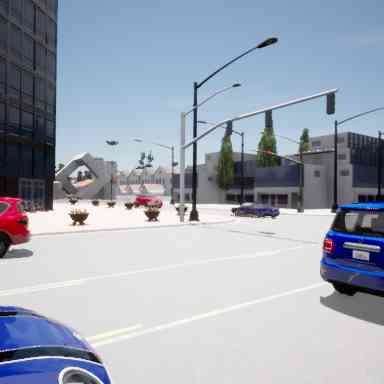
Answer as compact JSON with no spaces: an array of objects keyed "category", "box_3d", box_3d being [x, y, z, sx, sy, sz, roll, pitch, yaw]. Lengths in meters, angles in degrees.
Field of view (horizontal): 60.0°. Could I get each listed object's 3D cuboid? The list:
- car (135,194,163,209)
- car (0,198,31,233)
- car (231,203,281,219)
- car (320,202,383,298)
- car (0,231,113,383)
[{"category":"car","box_3d":[-6.242,1.320,47.671,2.150,2.045,5.566,1,-1,-35]},{"category":"car","box_3d":[-8.340,1.221,10.894,5.566,2.045,2.150,0,0,-35]},{"category":"car","box_3d":[5.751,1.695,30.434,1.895,1.301,4.718,1,0,-35]},{"category":"car","box_3d":[5.232,1.240,7.526,5.566,2.045,2.150,0,0,-35]},{"category":"car","box_3d":[-2.700,1.352,1.818,4.553,1.767,2.097,0,0,-35]}]
